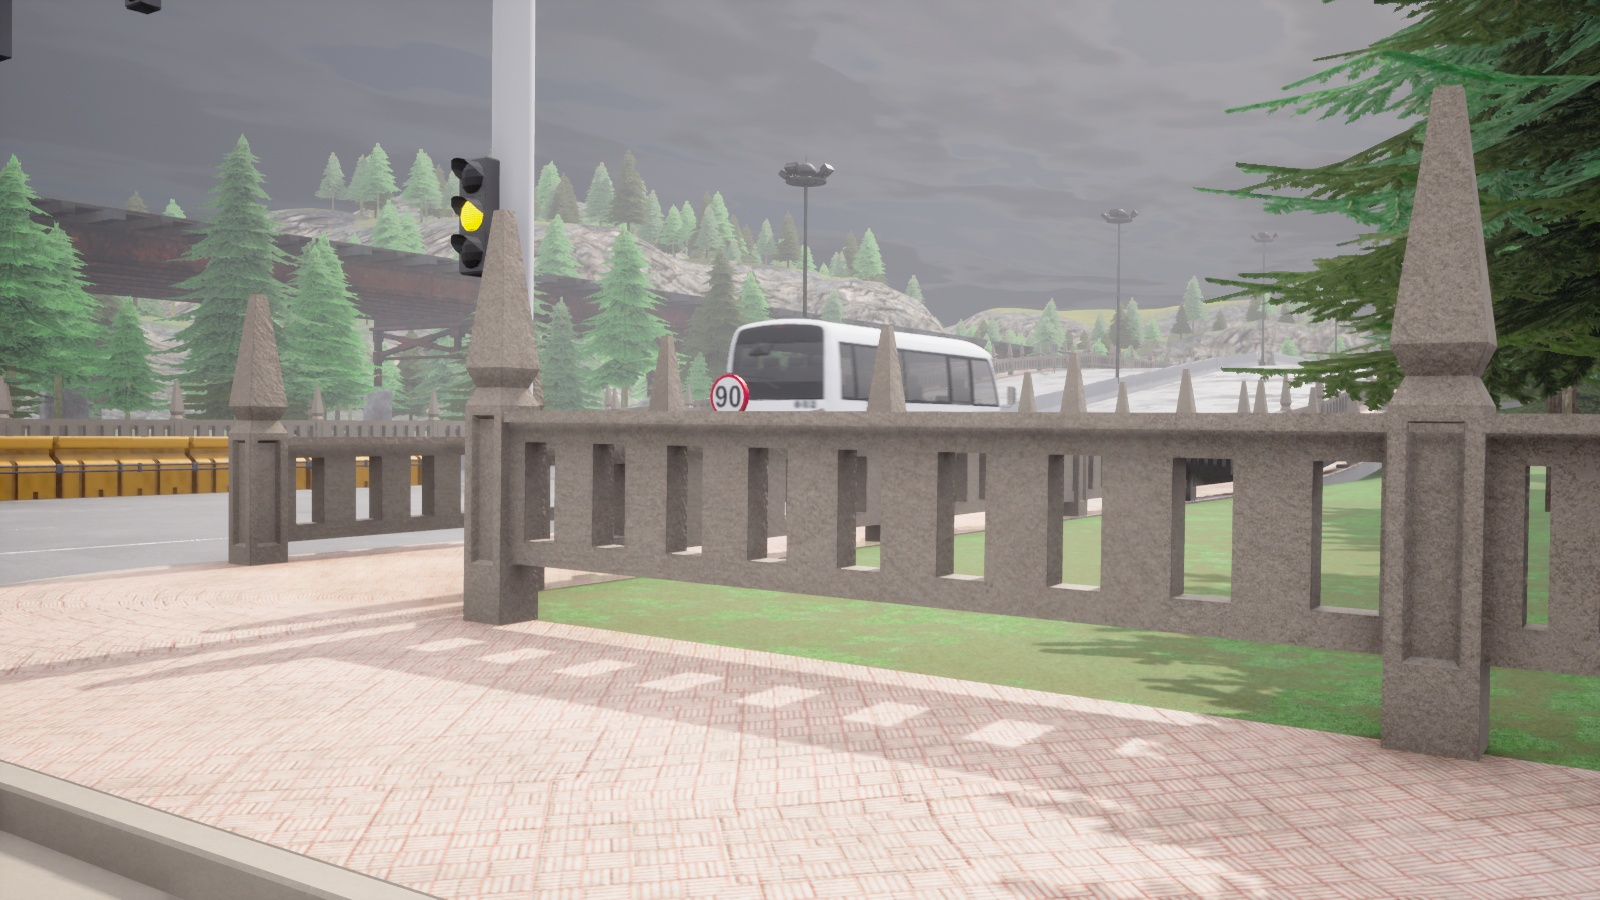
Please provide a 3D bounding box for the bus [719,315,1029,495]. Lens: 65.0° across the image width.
[{"bbox_3d":[2.463,-1.160,35.054,3.944,4.253,10.273,0,1,34],"label":"bus"}]
